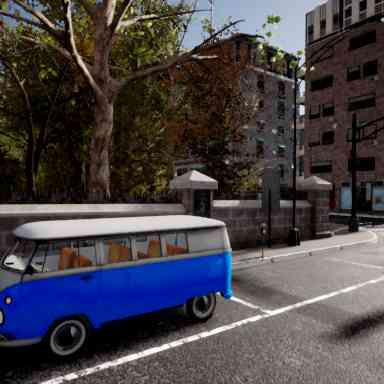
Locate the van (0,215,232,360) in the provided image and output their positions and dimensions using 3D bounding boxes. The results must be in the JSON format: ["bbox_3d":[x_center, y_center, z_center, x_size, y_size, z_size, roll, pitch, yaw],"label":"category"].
[{"bbox_3d":[-1.154,1.342,5.677,3.998,1.788,1.690,0,1,-36],"label":"van"}]
